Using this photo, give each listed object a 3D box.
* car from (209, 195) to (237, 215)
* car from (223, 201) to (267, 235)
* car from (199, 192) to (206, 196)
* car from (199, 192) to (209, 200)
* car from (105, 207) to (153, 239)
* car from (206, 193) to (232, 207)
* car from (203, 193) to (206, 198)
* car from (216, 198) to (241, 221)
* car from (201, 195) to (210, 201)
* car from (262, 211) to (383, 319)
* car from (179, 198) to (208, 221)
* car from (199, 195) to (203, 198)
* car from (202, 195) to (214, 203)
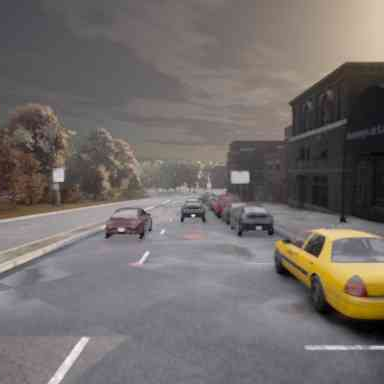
[{"bbox_3d":[3.203,1.432,35.343,1.946,1.575,5.366,0,0,0],"label":"car"},{"bbox_3d":[3.216,1.457,18.451,2.231,1.521,4.892,0,0,0],"label":"car"},{"bbox_3d":[3.182,1.149,62.686,2.435,2.045,5.566,0,0,0],"label":"car"},{"bbox_3d":[3.160,1.113,90.310,2.435,2.045,5.566,0,0,0],"label":"car"},{"bbox_3d":[-3.160,1.504,17.178,1.812,1.442,4.674,0,0,0],"label":"car"},{"bbox_3d":[3.199,1.302,40.651,2.185,1.767,4.553,0,0,0],"label":"car"},{"bbox_3d":[3.245,1.413,53.265,2.231,1.521,4.892,0,0,1],"label":"car"},{"bbox_3d":[3.214,1.450,23.977,2.231,1.521,4.892,0,0,0],"label":"car"},{"bbox_3d":[3.174,1.408,79.264,2.163,1.488,4.792,0,0,0],"label":"car"},{"bbox_3d":[3.225,1.467,7.593,1.946,1.575,5.366,0,0,0],"label":"car"},{"bbox_3d":[0.085,1.469,26.468,1.837,1.490,4.892,0,0,0],"label":"car"},{"bbox_3d":[0.072,1.471,43.067,1.812,1.442,4.674,0,0,0],"label":"car"},{"bbox_3d":[3.178,1.394,68.176,2.231,1.521,4.892,0,0,0],"label":"car"}]
